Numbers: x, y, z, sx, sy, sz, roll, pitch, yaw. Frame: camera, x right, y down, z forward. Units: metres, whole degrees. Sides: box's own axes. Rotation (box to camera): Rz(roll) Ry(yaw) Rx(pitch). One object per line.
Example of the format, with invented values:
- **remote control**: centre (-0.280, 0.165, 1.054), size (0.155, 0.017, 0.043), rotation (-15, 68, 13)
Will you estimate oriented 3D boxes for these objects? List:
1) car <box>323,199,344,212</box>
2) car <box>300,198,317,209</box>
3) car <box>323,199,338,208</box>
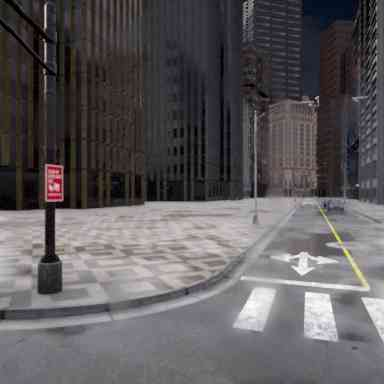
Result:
- **car**: centre (17.518, 1.625, 40.782), size (2.033, 1.411, 5.357), rotation (0, 0, 20)
- **car**: centre (16.210, 1.609, 46.122), size (1.812, 1.442, 4.674), rotation (0, 0, 20)
- **car**: centre (21.005, 1.698, 50.636), size (1.895, 1.301, 4.718), rotation (0, 0, 20)
